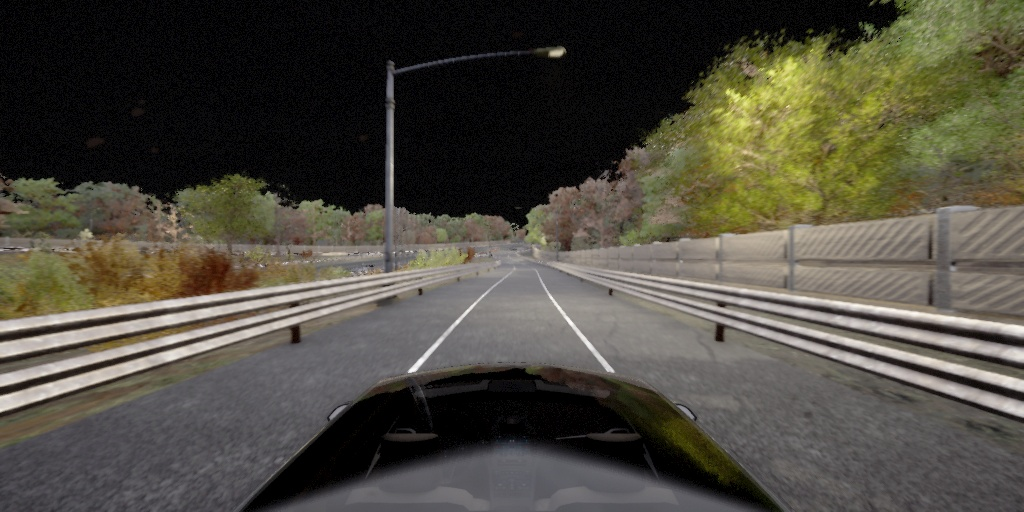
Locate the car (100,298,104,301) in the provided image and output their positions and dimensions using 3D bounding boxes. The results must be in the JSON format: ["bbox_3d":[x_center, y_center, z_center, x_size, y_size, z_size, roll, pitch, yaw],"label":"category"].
[{"bbox_3d":[-44.962,5.588,42.587,1.812,1.442,4.674,1,4,17],"label":"car"}]
